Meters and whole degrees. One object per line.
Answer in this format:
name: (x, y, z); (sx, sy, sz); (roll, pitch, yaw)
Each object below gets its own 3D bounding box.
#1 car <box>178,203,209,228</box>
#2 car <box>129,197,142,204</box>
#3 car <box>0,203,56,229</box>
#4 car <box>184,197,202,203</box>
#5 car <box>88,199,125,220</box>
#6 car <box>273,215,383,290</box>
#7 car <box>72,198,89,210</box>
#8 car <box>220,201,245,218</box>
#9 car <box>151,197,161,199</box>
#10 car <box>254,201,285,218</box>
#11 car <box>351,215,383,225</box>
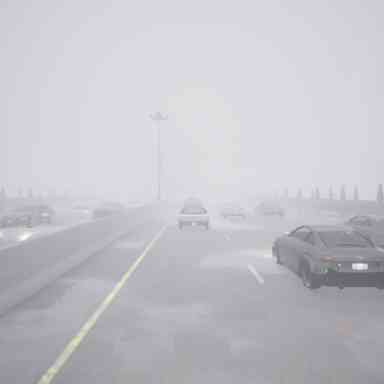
car: (0.106, 1.609, 22.032); (1.895, 1.301, 4.718); (0, 0, 0)
car: (-10.753, 1.612, 63.636); (1.994, 1.385, 4.181); (0, 0, -1)
car: (-10.592, 1.513, 21.765); (1.837, 1.490, 4.892); (0, 0, 0)
car: (0.111, 1.370, 40.589); (2.097, 1.767, 4.553); (0, 0, 0)
car: (-7.087, 1.490, 28.754); (1.882, 1.535, 5.008); (0, 0, 0)
car: (3.602, 1.565, 9.138); (1.994, 1.385, 4.181); (0, 0, 0)
car: (-14.063, 1.545, 43.443); (1.812, 1.442, 4.674); (0, 0, 0)
car: (3.595, 1.538, 29.986); (1.812, 1.442, 4.674); (0, 0, 0)
car: (-7.395, 1.222, 69.204); (2.033, 1.411, 5.357); (0, 0, -2)
car: (7.109, 1.560, 30.821); (2.033, 1.411, 5.357); (0, 0, 0)
car: (7.104, 1.567, 13.039); (1.994, 1.385, 4.181); (0, 0, 0)
